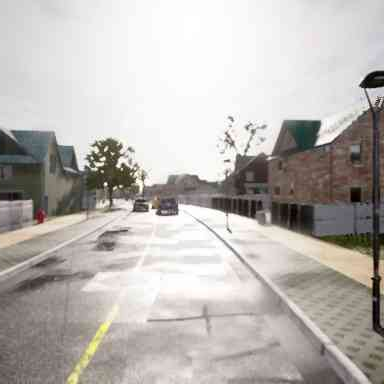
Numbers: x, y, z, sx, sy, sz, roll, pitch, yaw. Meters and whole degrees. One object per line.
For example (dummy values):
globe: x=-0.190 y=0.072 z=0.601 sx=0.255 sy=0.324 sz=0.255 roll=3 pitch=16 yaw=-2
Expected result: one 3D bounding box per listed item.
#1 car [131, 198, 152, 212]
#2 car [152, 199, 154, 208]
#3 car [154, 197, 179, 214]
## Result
car: x=-5.947 y=1.503 z=38.872 sx=1.837 sy=1.490 sz=4.892 roll=0 pitch=0 yaw=-8
car: x=-4.730 y=1.527 z=47.654 sx=1.882 sy=1.535 sz=5.008 roll=0 pitch=0 yaw=-11
car: x=-2.600 y=1.332 z=35.160 sx=2.097 sy=1.767 sz=4.553 roll=0 pitch=0 yaw=-8
